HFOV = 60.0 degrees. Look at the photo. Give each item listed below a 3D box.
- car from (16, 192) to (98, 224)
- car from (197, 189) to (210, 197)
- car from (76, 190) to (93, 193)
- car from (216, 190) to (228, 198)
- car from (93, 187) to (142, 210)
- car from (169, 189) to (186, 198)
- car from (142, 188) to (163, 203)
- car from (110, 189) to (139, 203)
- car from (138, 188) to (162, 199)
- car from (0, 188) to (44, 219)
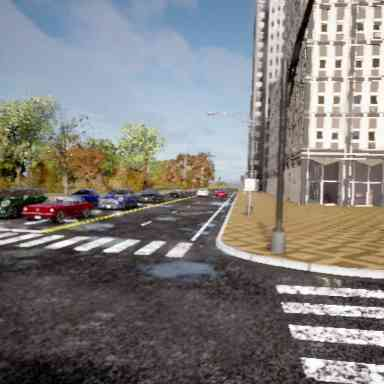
[{"bbox_3d":[-7.422,0.922,18.879,1.895,1.301,4.718,2,1,8],"label":"car"},{"bbox_3d":[2.064,0.151,59.599,1.812,1.442,4.674,2,1,8],"label":"car"},{"bbox_3d":[-9.234,0.543,28.661,1.812,1.442,4.674,2,2,8],"label":"car"},{"bbox_3d":[5.265,0.307,59.055,1.994,1.385,4.181,2,1,8],"label":"car"},{"bbox_3d":[-6.073,0.494,27.791,2.097,1.767,4.553,2,1,8],"label":"car"},{"bbox_3d":[-2.285,0.255,52.612,1.895,1.301,4.718,2,1,9],"label":"car"},{"bbox_3d":[-4.585,0.509,37.662,1.994,1.385,4.181,2,1,9],"label":"car"},{"bbox_3d":[-7.749,0.385,38.504,1.994,1.385,4.181,2,1,9],"label":"car"},{"bbox_3d":[-6.111,0.165,48.987,2.033,1.411,5.357,2,1,9],"label":"car"},{"bbox_3d":[-10.542,0.545,19.904,2.097,1.767,4.553,2,1,9],"label":"car"}]
